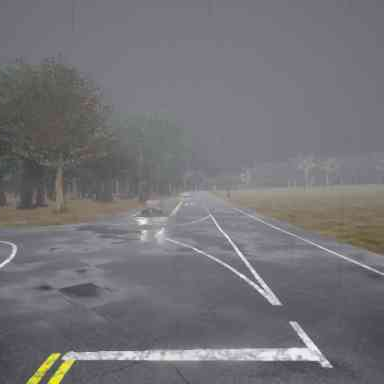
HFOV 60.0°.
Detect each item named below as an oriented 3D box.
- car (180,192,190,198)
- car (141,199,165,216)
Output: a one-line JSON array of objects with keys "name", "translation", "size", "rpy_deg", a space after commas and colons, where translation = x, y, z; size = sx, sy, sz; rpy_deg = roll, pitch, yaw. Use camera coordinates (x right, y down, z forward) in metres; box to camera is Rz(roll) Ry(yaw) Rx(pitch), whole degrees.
[{"name": "car", "translation": [-1.664, 0.764, 79.951], "size": [1.812, 1.442, 4.674], "rpy_deg": [0, 1, 7]}, {"name": "car", "translation": [-3.550, 1.386, 31.069], "size": [1.812, 1.442, 4.674], "rpy_deg": [0, 1, 0]}]
